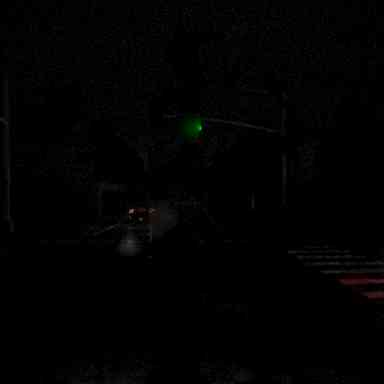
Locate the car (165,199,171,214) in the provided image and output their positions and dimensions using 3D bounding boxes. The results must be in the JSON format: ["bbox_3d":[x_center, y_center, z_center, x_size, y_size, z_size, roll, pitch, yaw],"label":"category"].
[{"bbox_3d":[-3.659,1.628,36.302,1.812,1.442,4.674,0,0,0],"label":"car"}]

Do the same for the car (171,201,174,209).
[{"bbox_3d":[-3.647,1.657,46.380,1.812,1.442,4.674,0,0,0],"label":"car"}]

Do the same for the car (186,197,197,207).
[{"bbox_3d":[-0.076,1.760,54.865,1.895,1.301,4.718,0,0,0],"label":"car"}]

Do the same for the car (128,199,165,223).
[{"bbox_3d":[-3.640,1.426,26.470,2.097,1.767,4.553,0,0,2],"label":"car"}]

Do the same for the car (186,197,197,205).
[{"bbox_3d":[-0.115,1.680,64.975,2.128,1.511,4.902,0,0,0],"label":"car"}]
